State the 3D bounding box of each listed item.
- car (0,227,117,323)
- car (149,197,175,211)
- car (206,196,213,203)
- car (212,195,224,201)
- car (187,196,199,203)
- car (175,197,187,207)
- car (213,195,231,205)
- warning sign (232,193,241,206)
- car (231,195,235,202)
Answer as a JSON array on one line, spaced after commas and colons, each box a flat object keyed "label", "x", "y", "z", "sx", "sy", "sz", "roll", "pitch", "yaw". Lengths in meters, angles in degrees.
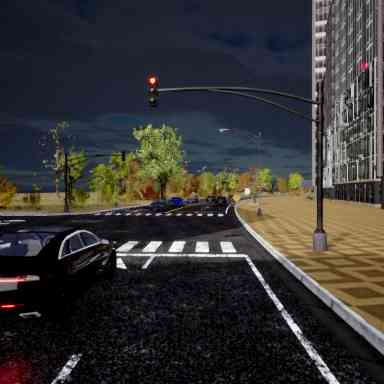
[{"label": "car", "x": -2.989, "y": 1.491, "z": 7.163, "sx": 2.128, "sy": 1.511, "sz": 4.902, "roll": 0, "pitch": 0, "yaw": 1}, {"label": "car", "x": -3.909, "y": 1.548, "z": 41.487, "sx": 2.033, "sy": 1.411, "sz": 5.357, "roll": 0, "pitch": 0, "yaw": 7}, {"label": "car", "x": 4.137, "y": 1.485, "z": 70.423, "sx": 1.882, "sy": 1.535, "sz": 5.008, "roll": 0, "pitch": 0, "yaw": 12}, {"label": "car", "x": 6.347, "y": 1.409, "z": 80.538, "sx": 2.033, "sy": 1.411, "sz": 5.357, "roll": 0, "pitch": 0, "yaw": 14}, {"label": "car", "x": 0.160, "y": 1.557, "z": 67.067, "sx": 2.033, "sy": 1.411, "sz": 5.357, "roll": 0, "pitch": 0, "yaw": 11}, {"label": "car", "x": -2.483, "y": 1.481, "z": 51.854, "sx": 1.882, "sy": 1.535, "sz": 5.008, "roll": 0, "pitch": 0, "yaw": 9}, {"label": "car", "x": 5.184, "y": 1.487, "z": 57.523, "sx": 1.882, "sy": 1.535, "sz": 5.008, "roll": 0, "pitch": 0, "yaw": 9}, {"label": "warning sign", "x": 6.482, "y": 1.123, "z": 48.260, "sx": 1.300, "sy": 1.860, "sz": 1.060, "roll": 0, "pitch": 0, "yaw": 8}, {"label": "car", "x": 9.658, "y": 1.500, "z": 80.412, "sx": 1.882, "sy": 1.535, "sz": 5.008, "roll": 0, "pitch": 0, "yaw": 14}]
